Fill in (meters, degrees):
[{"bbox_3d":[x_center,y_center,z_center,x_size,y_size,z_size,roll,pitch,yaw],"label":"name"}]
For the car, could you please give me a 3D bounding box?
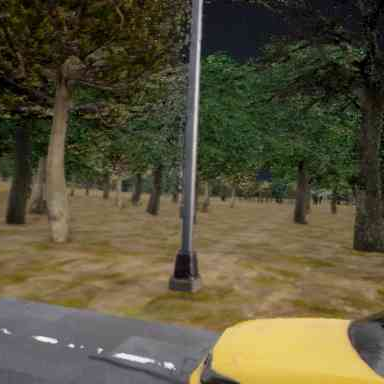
[{"bbox_3d":[2.671,1.712,2.982,5.366,1.575,1.801,2,-3,19],"label":"car"}]
